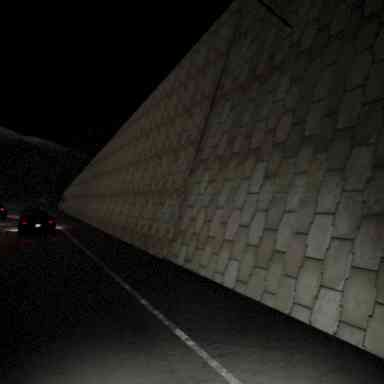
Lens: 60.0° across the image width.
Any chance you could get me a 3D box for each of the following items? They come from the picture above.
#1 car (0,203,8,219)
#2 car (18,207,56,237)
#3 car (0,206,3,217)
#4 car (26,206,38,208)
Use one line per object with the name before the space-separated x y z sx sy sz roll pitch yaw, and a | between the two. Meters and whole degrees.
car | -21.306 1.999 36.227 2.097 1.767 4.553 -1 -1 -26
car | -9.561 1.890 20.494 1.994 1.385 4.181 -1 -1 -26
car | -14.754 1.653 23.059 2.150 2.045 5.566 -1 -1 -26
car | -16.681 2.126 34.794 1.994 1.385 4.181 -1 0 -26
